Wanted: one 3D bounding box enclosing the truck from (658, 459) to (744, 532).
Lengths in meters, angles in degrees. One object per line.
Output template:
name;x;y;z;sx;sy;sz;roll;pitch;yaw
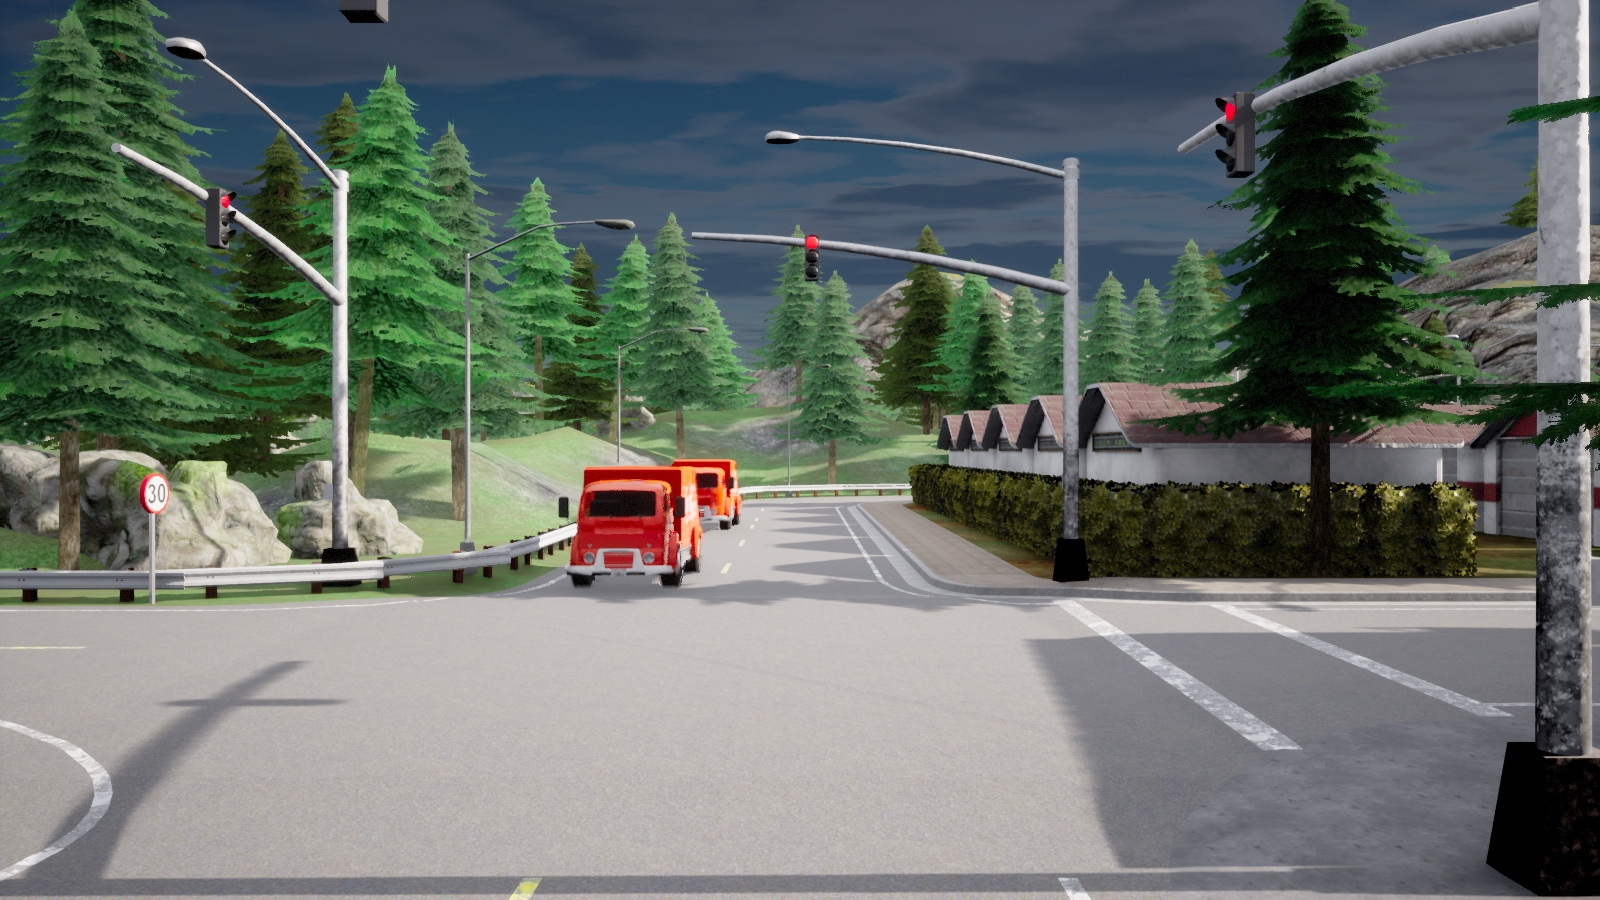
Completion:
truck;-3.484;1.567;41.241;2.627;2.467;5.204;0;0;0

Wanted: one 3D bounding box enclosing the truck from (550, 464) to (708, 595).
truck;-3.499;1.565;24.623;2.627;2.467;5.204;0;0;0
